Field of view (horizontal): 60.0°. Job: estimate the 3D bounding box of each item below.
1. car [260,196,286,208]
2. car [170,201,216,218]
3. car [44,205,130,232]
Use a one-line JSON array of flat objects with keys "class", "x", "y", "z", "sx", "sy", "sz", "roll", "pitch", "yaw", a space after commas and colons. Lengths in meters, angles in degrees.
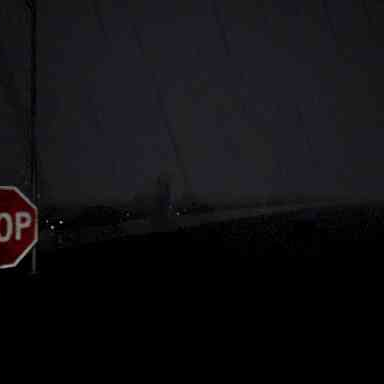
[{"class": "car", "x": 10.513, "y": 1.235, "z": 43.084, "sx": 2.128, "sy": 1.511, "sz": 4.902, "roll": 0, "pitch": 0, "yaw": 39}, {"class": "car", "x": 0.137, "y": 1.506, "z": 29.755, "sx": 1.895, "sy": 1.301, "sz": 4.718, "roll": 0, "pitch": 0, "yaw": 37}, {"class": "car", "x": -6.266, "y": 1.555, "z": 20.688, "sx": 2.033, "sy": 1.411, "sz": 5.357, "roll": 0, "pitch": 0, "yaw": 35}]
